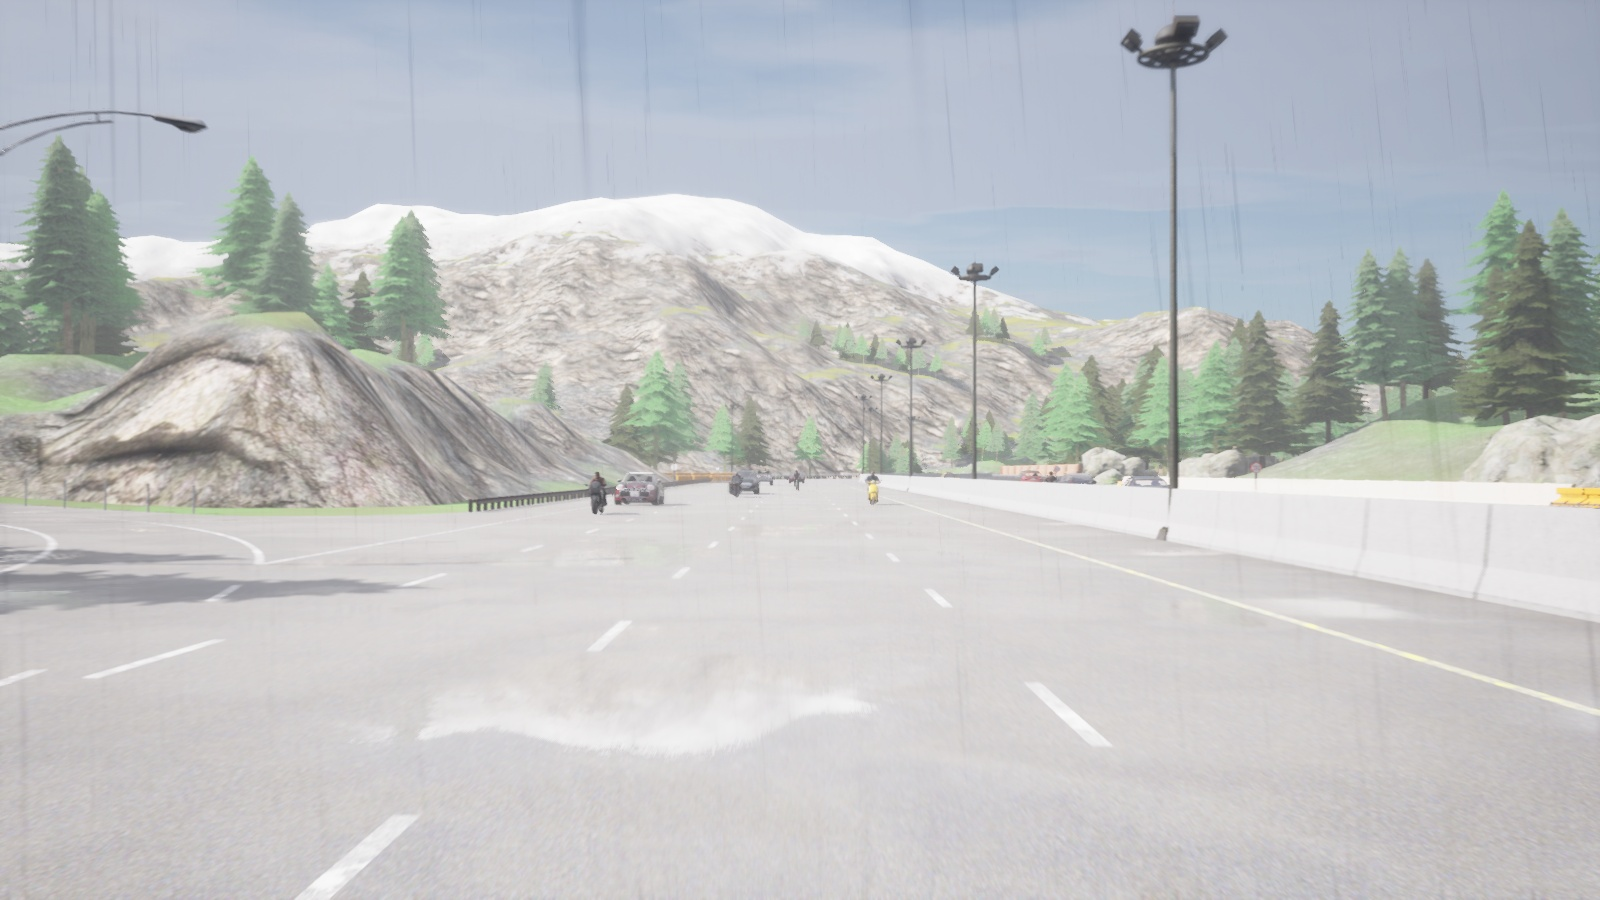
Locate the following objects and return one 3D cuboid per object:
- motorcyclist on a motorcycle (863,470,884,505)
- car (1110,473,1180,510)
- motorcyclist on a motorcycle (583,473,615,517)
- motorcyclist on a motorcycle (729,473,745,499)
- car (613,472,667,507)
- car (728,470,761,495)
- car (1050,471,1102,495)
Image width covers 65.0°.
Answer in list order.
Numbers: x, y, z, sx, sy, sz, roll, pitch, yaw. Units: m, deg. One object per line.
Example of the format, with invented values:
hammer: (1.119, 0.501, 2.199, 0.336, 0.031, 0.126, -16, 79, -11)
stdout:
motorcyclist on a motorcycle: (3.360, 1.718, 57.767, 0.866, 1.590, 1.817, 0, -1, 0)
car: (14.091, 1.666, 51.594, 2.033, 1.411, 5.357, 0, -1, 7)
motorcyclist on a motorcycle: (-7.108, 1.567, 44.462, 0.797, 1.523, 2.044, 0, -1, 0)
motorcyclist on a motorcycle: (-3.679, 2.093, 73.671, 0.866, 1.530, 2.191, 0, -1, 0)
car: (-7.135, 1.747, 56.289, 1.970, 1.475, 3.806, 0, -1, 0)
car: (-3.706, 2.178, 85.017, 2.033, 1.649, 4.856, 0, -1, 0)
car: (17.308, 2.062, 78.959, 2.163, 1.488, 4.792, 0, -1, 0)
